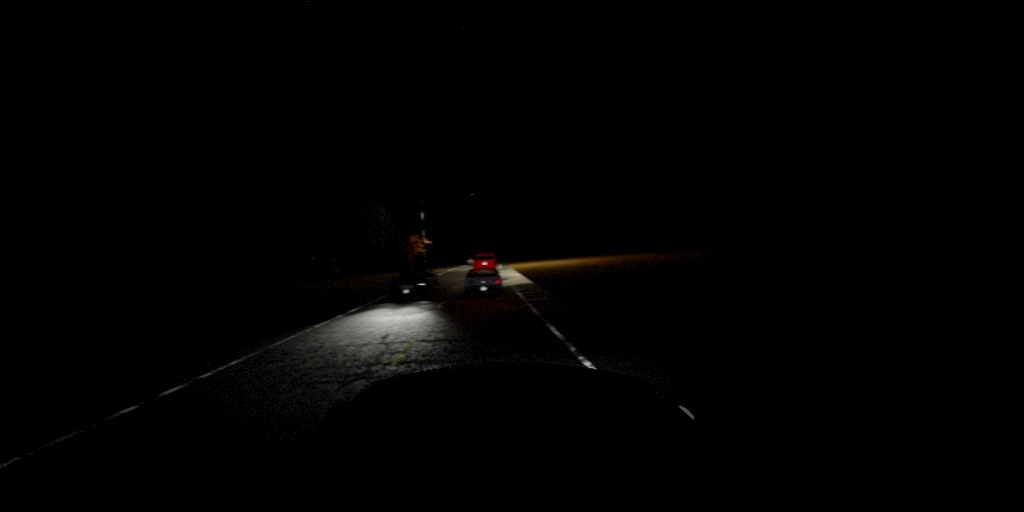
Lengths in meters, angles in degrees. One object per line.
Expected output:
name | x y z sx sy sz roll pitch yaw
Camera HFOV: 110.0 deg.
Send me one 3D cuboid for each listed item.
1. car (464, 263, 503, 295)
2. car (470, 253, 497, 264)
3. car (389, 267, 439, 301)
car | -1.513 1.260 19.349 1.895 1.301 4.718 -3 1 -4
car | -2.608 0.784 35.181 2.150 2.045 5.566 -3 1 -3
car | -5.013 1.334 18.744 2.128 1.511 4.902 -3 1 -4
